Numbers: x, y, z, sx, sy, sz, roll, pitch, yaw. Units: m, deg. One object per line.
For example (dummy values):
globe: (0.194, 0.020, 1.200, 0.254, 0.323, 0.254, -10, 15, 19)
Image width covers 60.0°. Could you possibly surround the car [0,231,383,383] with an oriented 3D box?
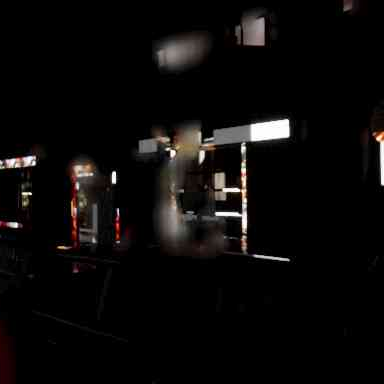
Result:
car: (-0.340, 1.315, 3.131, 5.009, 1.841, 2.192, 0, -1, 35)
